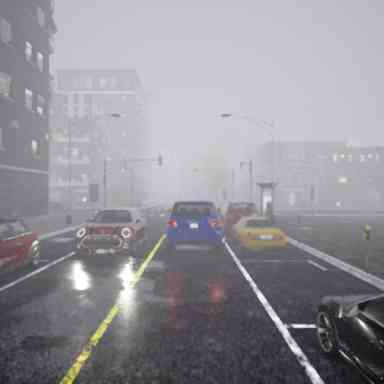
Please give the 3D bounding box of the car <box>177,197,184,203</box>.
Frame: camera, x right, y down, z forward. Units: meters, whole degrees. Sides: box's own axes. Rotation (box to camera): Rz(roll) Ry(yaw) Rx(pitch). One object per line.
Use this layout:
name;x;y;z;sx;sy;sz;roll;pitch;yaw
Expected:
car;-2.920;2.100;85.878;1.812;1.442;4.674;0;0;0

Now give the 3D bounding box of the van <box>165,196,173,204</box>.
van;-5.617;1.873;80.362;1.690;1.788;3.998;0;0;0

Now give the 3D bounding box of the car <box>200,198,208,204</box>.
car;2.765;2.114;80.352;1.802;1.307;4.206;0;0;0

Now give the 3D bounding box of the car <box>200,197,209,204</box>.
car;2.759;1.928;74.655;1.967;1.590;4.097;0;0;0

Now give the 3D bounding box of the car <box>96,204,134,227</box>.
car;-5.668;1.674;25.150;1.752;1.417;4.829;0;0;0

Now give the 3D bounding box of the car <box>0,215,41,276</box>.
car;-5.683;1.492;8.701;1.967;1.590;4.097;0;0;0

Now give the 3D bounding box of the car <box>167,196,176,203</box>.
car;-5.606;1.938;91.756;2.192;1.841;5.009;0;0;0

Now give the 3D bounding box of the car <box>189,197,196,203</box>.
car;0.085;2.124;90.029;1.812;1.442;4.674;0;0;0

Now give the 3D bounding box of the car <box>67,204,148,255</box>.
car;-3.084;1.432;13.520;2.097;1.767;4.553;0;0;0

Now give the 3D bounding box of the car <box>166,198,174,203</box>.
car;-5.611;2.159;86.057;1.802;1.307;4.206;0;0;0

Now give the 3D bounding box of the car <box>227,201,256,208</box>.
car;2.708;1.432;19.773;2.192;1.841;5.009;0;0;0

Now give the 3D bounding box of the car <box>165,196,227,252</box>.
car;0.107;1.309;14.527;2.150;2.045;5.566;0;0;1

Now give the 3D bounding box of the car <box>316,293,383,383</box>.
car;2.692;1.585;3.152;1.947;1.339;4.313;0;0;0

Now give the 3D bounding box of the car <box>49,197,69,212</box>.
car;-17.236;1.498;39.565;5.009;1.841;2.192;0;-1;0

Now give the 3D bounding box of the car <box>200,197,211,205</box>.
car;2.754;1.885;68.959;1.967;1.590;4.097;0;0;0

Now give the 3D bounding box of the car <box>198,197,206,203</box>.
car;2.775;2.174;91.745;2.008;1.369;4.403;0;0;0

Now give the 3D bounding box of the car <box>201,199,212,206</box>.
car;2.749;1.953;63.261;2.008;1.369;4.403;0;0;0

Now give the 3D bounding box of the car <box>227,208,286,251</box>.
car;2.703;1.611;14.402;1.752;1.417;4.829;0;0;0

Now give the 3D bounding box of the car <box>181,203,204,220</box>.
car;-0.004;1.785;31.221;1.895;1.301;4.718;0;0;-3
